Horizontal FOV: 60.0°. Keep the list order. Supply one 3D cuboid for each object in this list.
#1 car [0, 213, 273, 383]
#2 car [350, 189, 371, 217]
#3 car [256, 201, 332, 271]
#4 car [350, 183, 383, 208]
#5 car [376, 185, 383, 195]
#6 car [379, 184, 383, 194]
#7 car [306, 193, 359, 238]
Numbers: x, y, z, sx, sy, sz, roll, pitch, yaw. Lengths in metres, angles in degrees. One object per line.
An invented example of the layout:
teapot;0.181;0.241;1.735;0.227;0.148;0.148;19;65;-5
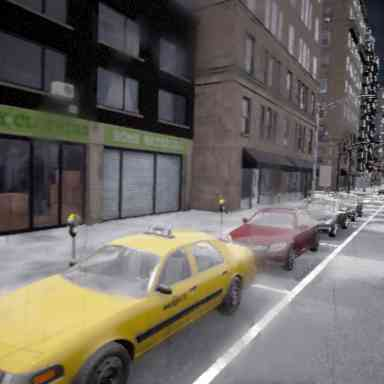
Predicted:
car;-0.631;1.209;4.626;1.752;1.417;4.829;4;4;33
car;8.343;0.763;18.357;2.008;1.369;4.403;4;4;33
car;2.421;1.106;9.301;1.802;1.307;4.206;4;4;33
car;14.272;0.214;27.400;2.192;1.841;5.009;4;4;33
car;28.736;-0.319;49.556;2.008;1.369;4.403;4;4;33
car;31.720;-0.484;54.119;1.887;1.381;4.507;4;4;33
car;5.382;0.919;13.828;2.008;1.369;4.403;4;4;33
